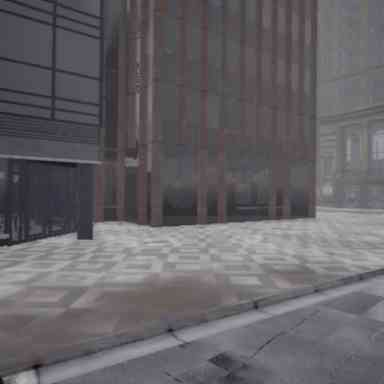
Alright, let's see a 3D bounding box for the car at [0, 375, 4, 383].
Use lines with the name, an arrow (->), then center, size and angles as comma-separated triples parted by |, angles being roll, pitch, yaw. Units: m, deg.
car -> -3.617, 1.189, 0.799 | 5.566, 2.045, 2.150 | 1, -1, -35
